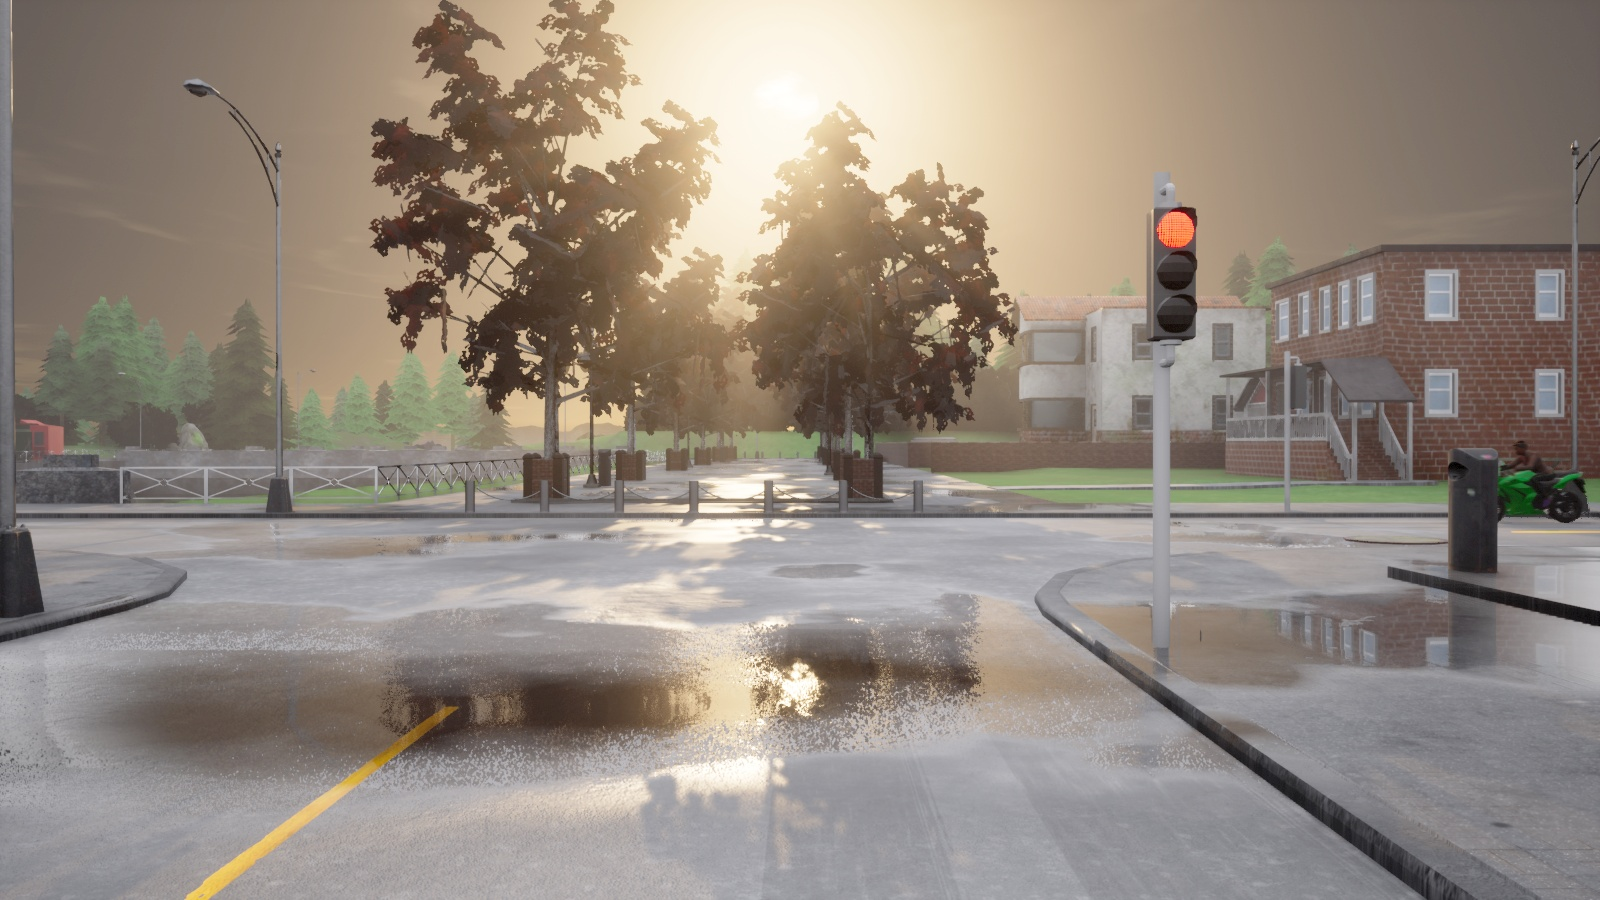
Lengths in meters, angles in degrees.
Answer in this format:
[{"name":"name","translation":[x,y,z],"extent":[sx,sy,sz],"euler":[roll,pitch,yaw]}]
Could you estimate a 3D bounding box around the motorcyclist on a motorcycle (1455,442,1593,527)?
[{"name":"motorcyclist on a motorcycle","translation":[13.137,0.610,22.827],"extent":[2.044,1.523,0.797],"euler":[0,0,0]}]
